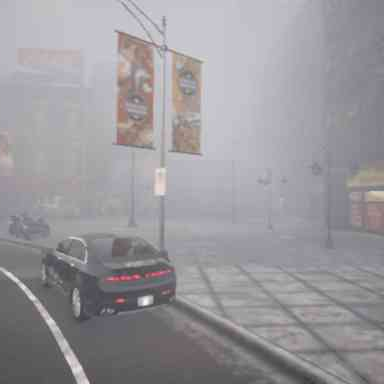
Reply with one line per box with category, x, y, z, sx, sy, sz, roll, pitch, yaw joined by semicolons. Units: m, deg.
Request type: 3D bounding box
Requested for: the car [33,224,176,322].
car;-2.205;1.693;7.808;1.837;1.490;4.892;1;-2;-35
